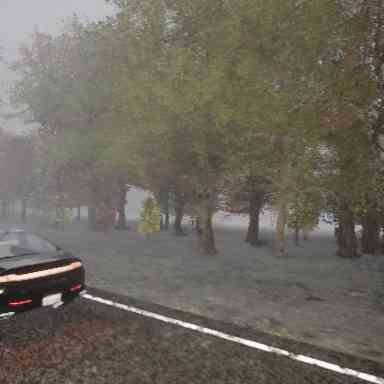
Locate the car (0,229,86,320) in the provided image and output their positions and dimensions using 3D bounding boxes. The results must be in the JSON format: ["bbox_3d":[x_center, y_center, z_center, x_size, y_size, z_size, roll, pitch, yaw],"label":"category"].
[{"bbox_3d":[-4.190,1.498,6.700,4.902,1.511,2.128,0,0,36],"label":"car"}]
